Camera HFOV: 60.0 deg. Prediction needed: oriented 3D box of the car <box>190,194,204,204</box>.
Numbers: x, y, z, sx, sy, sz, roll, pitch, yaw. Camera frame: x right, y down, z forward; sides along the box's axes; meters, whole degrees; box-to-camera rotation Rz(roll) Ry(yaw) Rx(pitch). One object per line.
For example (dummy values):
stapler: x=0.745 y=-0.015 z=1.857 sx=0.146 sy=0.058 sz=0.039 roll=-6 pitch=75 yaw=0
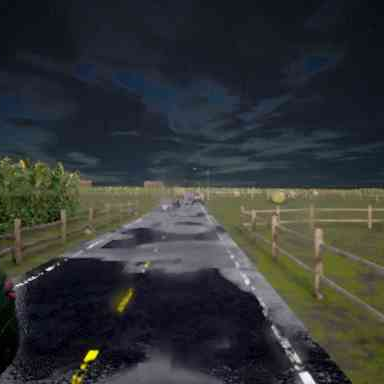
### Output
car: x=0.989 y=1.391 z=58.477 sx=1.812 sy=1.442 sz=4.674 roll=0 pitch=0 yaw=0

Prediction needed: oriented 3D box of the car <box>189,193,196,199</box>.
car: x=0.042 y=1.191 z=93.526 sx=1.882 sy=1.535 sz=5.008 roll=0 pitch=0 yaw=0

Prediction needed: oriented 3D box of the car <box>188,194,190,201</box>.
car: x=0.035 y=1.205 z=77.554 sx=2.128 sy=1.511 sz=4.902 roll=0 pitch=0 yaw=0

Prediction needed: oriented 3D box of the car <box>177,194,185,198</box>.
car: x=-2.715 y=1.108 z=78.335 sx=1.882 sy=1.535 sz=5.008 roll=0 pitch=0 yaw=0

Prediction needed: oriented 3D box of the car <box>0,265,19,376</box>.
car: x=-2.841 y=1.219 z=1.130 sx=2.150 sy=2.045 sz=5.566 roll=0 pitch=0 yaw=0

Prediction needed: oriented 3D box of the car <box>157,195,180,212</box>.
car: x=-2.824 y=1.410 z=37.187 sx=2.128 sy=1.511 sz=4.902 roll=0 pitch=0 yaw=0
